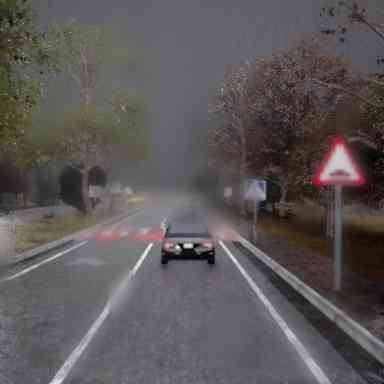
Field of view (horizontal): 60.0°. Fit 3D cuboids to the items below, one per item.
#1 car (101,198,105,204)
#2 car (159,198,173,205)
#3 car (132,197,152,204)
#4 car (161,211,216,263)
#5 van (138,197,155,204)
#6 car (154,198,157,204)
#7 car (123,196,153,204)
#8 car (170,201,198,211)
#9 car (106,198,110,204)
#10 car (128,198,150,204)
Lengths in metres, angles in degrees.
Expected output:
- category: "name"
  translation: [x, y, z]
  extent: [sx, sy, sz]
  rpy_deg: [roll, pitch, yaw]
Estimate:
- category: "car"
  translation: [-25.492, 2.378, 84.794]
  extent: [4.892, 1.521, 2.231]
  rpy_deg: [0, -2, -1]
- category: "car"
  translation: [-4.831, 1.836, 65.228]
  extent: [1.882, 1.535, 5.008]
  rpy_deg: [0, -1, -1]
- category: "car"
  translation: [-12.377, 2.140, 82.158]
  extent: [4.553, 1.767, 2.185]
  rpy_deg: [0, -2, -1]
- category: "car"
  translation: [-0.156, 1.682, 12.528]
  extent: [2.033, 1.411, 5.357]
  rpy_deg: [0, 0, -1]
- category: "van"
  translation: [-12.750, 2.440, 93.249]
  extent: [4.442, 1.987, 1.878]
  rpy_deg: [0, -2, -1]
- category: "car"
  translation: [-12.389, 2.112, 84.933]
  extent: [5.566, 2.045, 2.435]
  rpy_deg: [0, -2, -1]
- category: "car"
  translation: [-11.945, 2.008, 73.848]
  extent: [5.366, 1.575, 1.946]
  rpy_deg: [0, -2, -1]
- category: "car"
  translation: [-0.569, 1.655, 28.515]
  extent: [2.128, 1.511, 4.902]
  rpy_deg: [0, 0, -1]
- category: "car"
  translation: [-25.610, 2.452, 90.334]
  extent: [4.553, 1.767, 2.185]
  rpy_deg: [0, -2, -1]
- category: "car"
  translation: [-12.207, 2.089, 76.610]
  extent: [4.892, 1.521, 2.231]
  rpy_deg: [0, -2, -1]
